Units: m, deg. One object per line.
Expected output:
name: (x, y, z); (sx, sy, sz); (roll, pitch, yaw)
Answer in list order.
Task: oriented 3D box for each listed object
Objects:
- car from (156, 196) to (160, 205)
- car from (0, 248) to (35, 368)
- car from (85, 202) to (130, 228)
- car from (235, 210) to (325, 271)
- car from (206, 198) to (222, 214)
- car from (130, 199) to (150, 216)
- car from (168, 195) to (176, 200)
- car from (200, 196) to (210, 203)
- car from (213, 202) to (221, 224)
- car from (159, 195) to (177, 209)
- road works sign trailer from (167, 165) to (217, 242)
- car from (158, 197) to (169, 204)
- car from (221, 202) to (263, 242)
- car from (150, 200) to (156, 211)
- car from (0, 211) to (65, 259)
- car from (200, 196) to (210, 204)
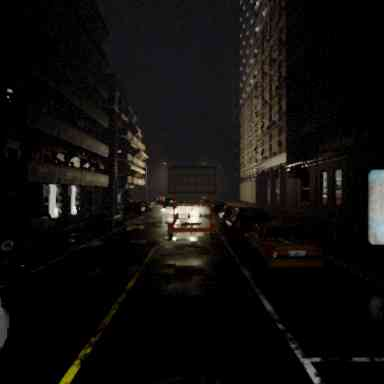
car: (-5.673, 1.509, 61.474); (1.967, 1.590, 4.097); (0, 0, 0)
car: (-3.101, 1.528, 2.238); (1.812, 1.442, 4.674); (0, 0, 0)
car: (-5.685, 1.569, 21.934); (2.008, 1.369, 4.403); (0, 0, 0)
car: (2.693, 1.534, 10.805); (1.752, 1.417, 4.829); (0, 0, 0)
car: (2.699, 1.596, 33.229); (1.947, 1.339, 4.313); (0, 0, 0)
car: (-5.682, 1.596, 33.231); (1.947, 1.339, 4.313); (0, 0, 0)
car: (-5.664, 1.680, 95.365); (2.008, 1.369, 4.403); (0, 0, 0)
car: (2.710, 1.638, 72.769); (2.008, 1.369, 4.403); (0, 0, 0)
car: (2.695, 1.569, 21.932); (2.008, 1.369, 4.403); (0, 0, 0)
car: (-3.068, 1.553, 46.505); (1.837, 1.490, 4.892); (0, 0, 0)
road works sign trailer: (0.005, 0.478, 16.443); (2.380, 3.560, 2.880); (0, 0, 0)
car: (-5.672, 1.660, 67.122); (1.802, 1.307, 4.206); (0, 0, 0)
car: (2.694, 1.453, 16.283); (1.967, 1.590, 4.097); (0, 0, 0)
car: (-5.680, 1.562, 38.710); (1.752, 1.417, 4.829); (0, 0, 0)
car: (-5.688, 1.449, 10.638); (1.967, 1.590, 4.097); (0, 0, 0)
car: (2.707, 1.614, 61.471); (1.887, 1.381, 4.507); (0, 0, 0)
